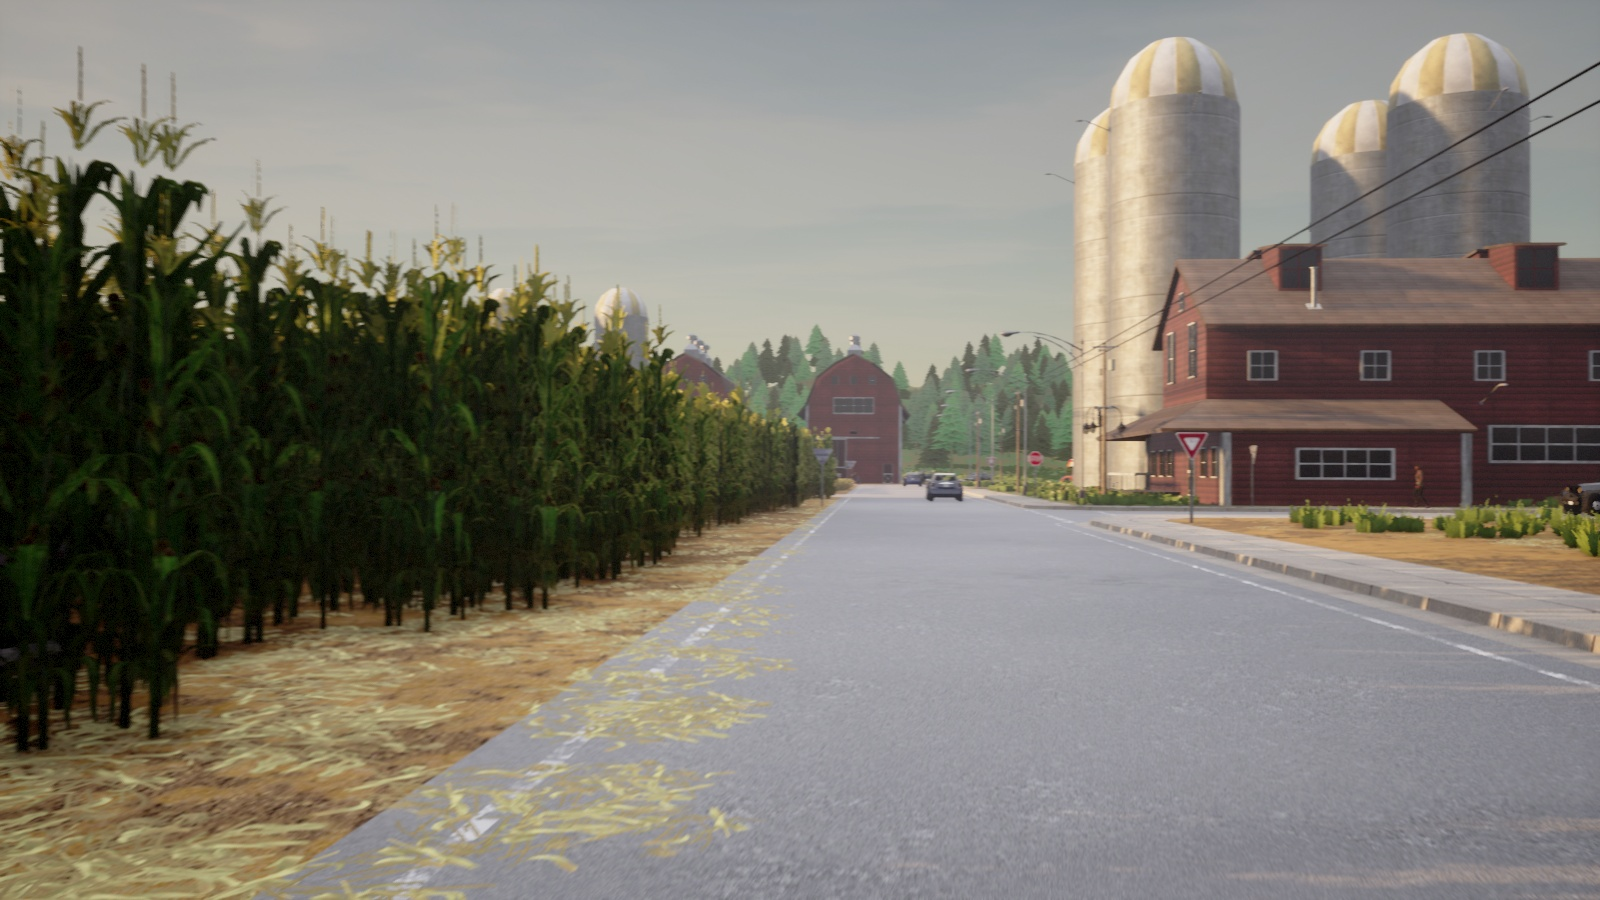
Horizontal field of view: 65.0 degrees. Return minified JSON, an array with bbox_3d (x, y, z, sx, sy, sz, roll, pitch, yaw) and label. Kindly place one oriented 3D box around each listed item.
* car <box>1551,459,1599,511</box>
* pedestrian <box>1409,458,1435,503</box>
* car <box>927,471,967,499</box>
[{"bbox_3d":[30.433,1.287,46.640,3.866,1.878,1.905,0,-1,3],"label":"car"},{"bbox_3d":[25.159,1.236,50.794,0.869,1.805,0.328,0,-1,14],"label":"pedestrian"},{"bbox_3d":[7.933,1.903,68.153,1.970,1.475,3.806,0,-1,4],"label":"car"}]
